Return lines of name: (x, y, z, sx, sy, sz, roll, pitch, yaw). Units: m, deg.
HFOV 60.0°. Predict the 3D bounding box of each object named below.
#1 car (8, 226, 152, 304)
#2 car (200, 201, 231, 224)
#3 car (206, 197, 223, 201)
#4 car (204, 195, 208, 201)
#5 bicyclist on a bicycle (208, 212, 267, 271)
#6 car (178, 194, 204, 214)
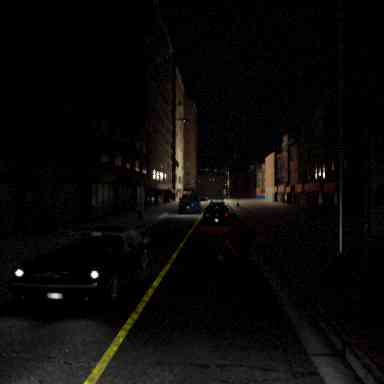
car: (-2.346, 1.590, 8.284, 1.895, 1.301, 4.718, 0, 0, 4)
car: (1.842, 1.577, 24.499, 1.895, 1.301, 4.718, 0, 0, 4)
car: (3.046, 1.566, 40.403, 1.895, 1.301, 4.718, 0, 0, 4)
car: (2.636, 1.491, 72.769, 1.837, 1.490, 4.892, 0, 0, 4)
bicyclist on a bicycle: (1.282, 1.402, 9.329, 1.656, 1.620, 0.582, 0, 0, 4)
car: (-0.181, 1.190, 35.940, 2.150, 2.045, 5.566, 0, 0, 5)
